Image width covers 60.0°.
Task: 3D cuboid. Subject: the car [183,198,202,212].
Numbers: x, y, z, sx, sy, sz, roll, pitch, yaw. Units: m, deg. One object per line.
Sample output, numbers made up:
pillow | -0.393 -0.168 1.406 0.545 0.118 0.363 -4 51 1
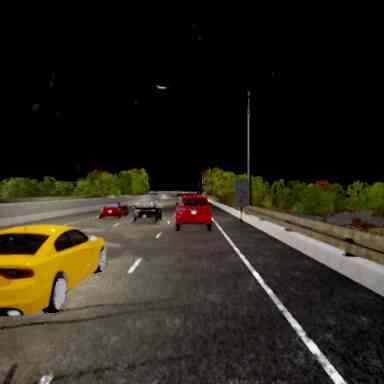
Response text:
car | 0.107 1.542 39.825 2.128 1.511 4.902 0 0 0

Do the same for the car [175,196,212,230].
car | 0.104 1.248 21.310 2.150 2.045 5.566 0 0 0

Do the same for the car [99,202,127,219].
car | -6.895 1.602 29.932 1.994 1.385 4.181 0 0 0

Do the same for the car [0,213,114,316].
car | -3.400 1.488 7.647 1.882 1.535 5.008 0 0 0

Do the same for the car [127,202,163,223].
car | -3.396 1.525 26.134 2.128 1.511 4.902 0 0 0
